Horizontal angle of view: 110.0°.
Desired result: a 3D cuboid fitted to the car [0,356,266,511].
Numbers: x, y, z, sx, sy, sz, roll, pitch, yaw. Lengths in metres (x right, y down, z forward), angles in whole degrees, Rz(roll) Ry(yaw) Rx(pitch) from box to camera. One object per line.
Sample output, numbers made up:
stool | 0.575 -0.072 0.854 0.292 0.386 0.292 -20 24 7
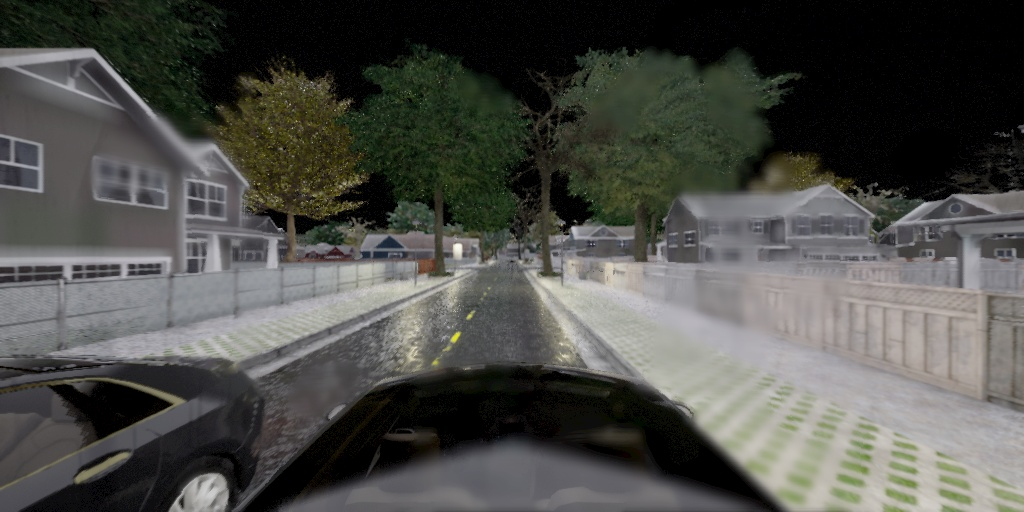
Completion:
car | -2.851 1.256 0.822 1.837 1.490 4.892 0 0 0
